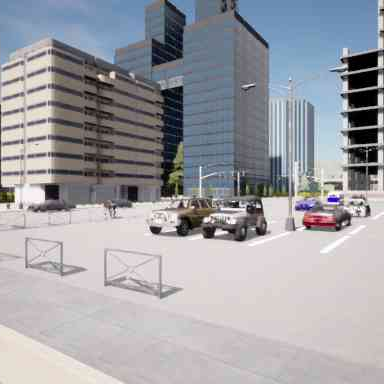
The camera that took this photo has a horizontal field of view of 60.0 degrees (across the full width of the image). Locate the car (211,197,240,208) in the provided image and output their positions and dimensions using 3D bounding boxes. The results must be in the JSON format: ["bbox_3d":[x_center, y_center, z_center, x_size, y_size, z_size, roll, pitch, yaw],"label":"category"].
[{"bbox_3d":[5.155,1.547,50.462,2.033,1.411,5.357,0,0,33],"label":"car"}]

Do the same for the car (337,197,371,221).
[{"bbox_3d":[14.116,1.395,28.578,1.970,1.475,3.806,0,0,34],"label":"car"}]

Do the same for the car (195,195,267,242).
[{"bbox_3d":[2.113,1.156,15.603,1.905,1.878,3.866,0,0,34],"label":"car"}]

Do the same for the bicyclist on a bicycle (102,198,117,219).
[{"bbox_3d":[-6.500,1.302,26.216,1.656,1.620,0.582,0,0,34],"label":"bicyclist on a bicycle"}]

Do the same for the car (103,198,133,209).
[{"bbox_3d":[-10.309,1.564,46.537,1.994,1.385,4.181,0,0,35],"label":"car"}]

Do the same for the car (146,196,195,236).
[{"bbox_3d":[-0.257,1.153,17.266,1.932,1.855,4.605,0,0,34],"label":"car"}]

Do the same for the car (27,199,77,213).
[{"bbox_3d":[-15.935,1.547,38.164,2.033,1.411,5.357,0,0,34],"label":"car"}]

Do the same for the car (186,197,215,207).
[{"bbox_3d":[1.342,1.492,51.135,2.128,1.511,4.902,0,0,34],"label":"car"}]

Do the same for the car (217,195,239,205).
[{"bbox_3d":[6.380,1.352,58.768,2.097,1.767,4.553,0,0,34],"label":"car"}]

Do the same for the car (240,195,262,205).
[{"bbox_3d":[10.415,1.352,58.340,2.097,1.767,4.553,0,0,34],"label":"car"}]
